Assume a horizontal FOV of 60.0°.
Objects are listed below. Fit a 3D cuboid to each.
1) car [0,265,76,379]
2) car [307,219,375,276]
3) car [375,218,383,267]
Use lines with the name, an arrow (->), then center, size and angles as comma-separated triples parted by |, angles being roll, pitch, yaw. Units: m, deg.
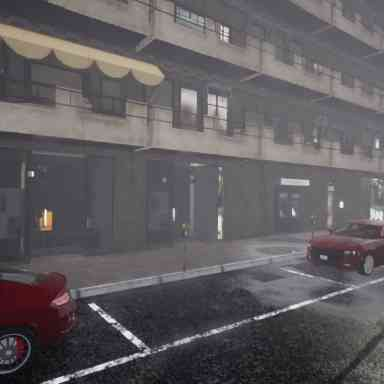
car -> -3.600, 1.582, 3.978 | 4.206, 1.307, 1.802 | 0, 1, -35
car -> 5.443, 1.548, 10.405 | 4.507, 1.381, 1.887 | 0, 1, -35
car -> 7.247, 1.224, 8.528 | 5.566, 2.045, 2.150 | 0, 0, -35
